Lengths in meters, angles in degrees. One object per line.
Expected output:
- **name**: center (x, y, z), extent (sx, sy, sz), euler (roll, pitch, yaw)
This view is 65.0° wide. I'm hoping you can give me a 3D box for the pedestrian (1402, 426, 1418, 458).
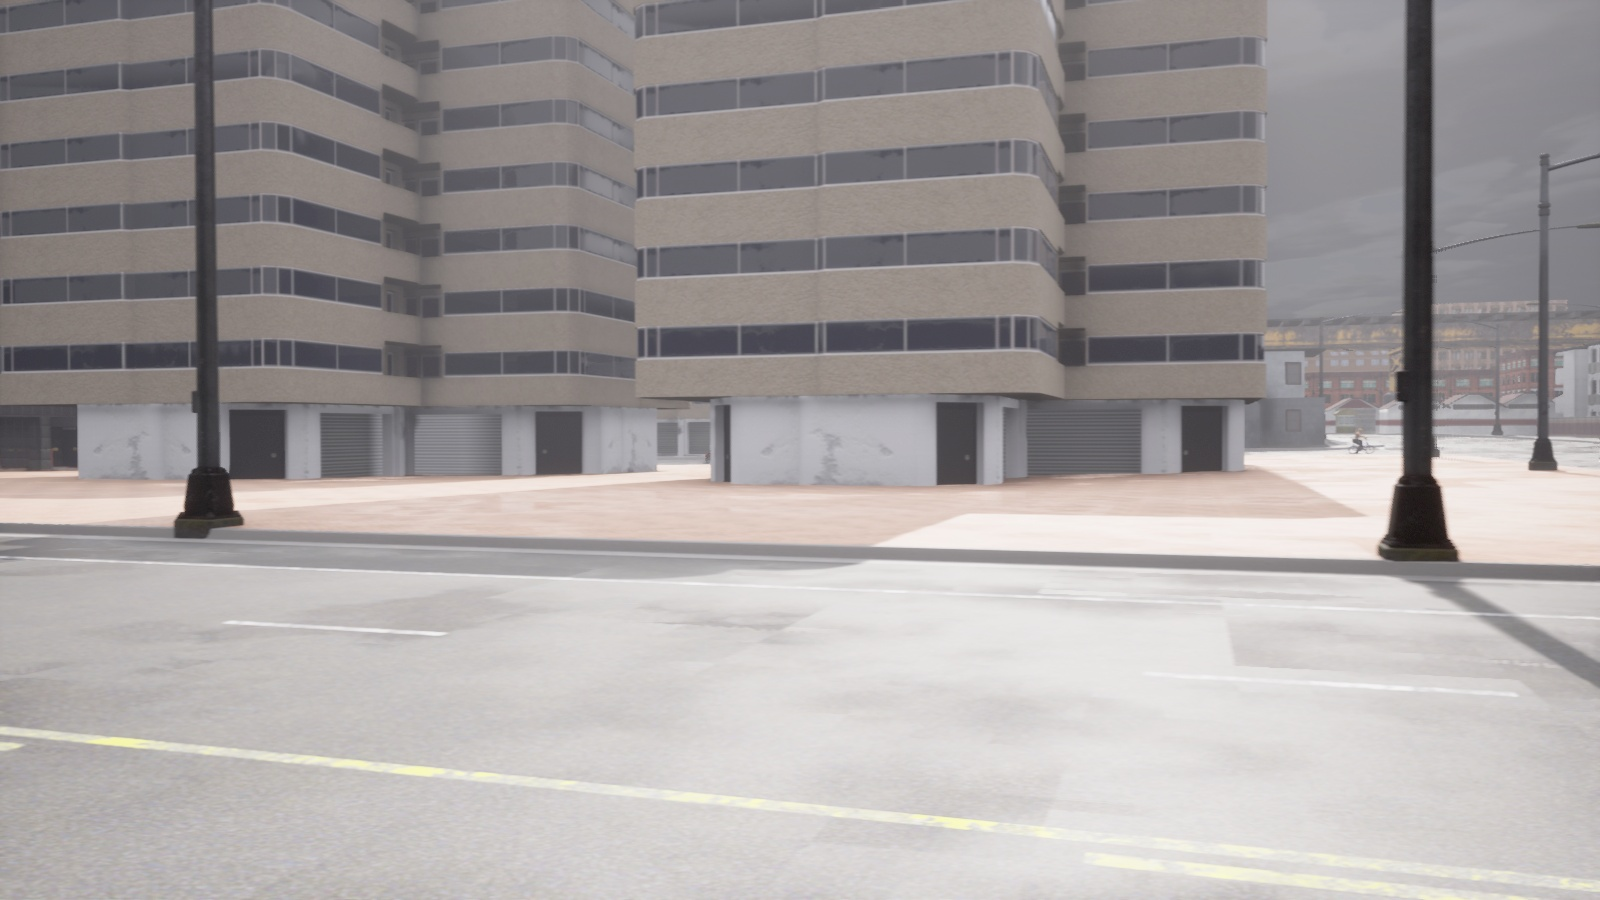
- **pedestrian**: center (37.248, -0.477, 76.701), extent (0.659, 1.952, 0.873), euler (0, 1, 10)
